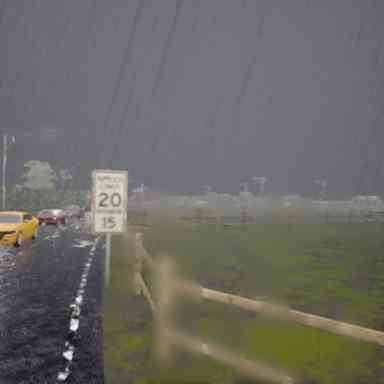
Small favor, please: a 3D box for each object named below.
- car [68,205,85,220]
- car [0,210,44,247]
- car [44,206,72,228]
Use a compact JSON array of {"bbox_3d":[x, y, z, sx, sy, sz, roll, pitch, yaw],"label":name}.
[{"bbox_3d":[-12.829,2.183,36.121,1.837,1.490,4.892,2,-2,-8],"label":"car"},{"bbox_3d":[-9.063,1.720,16.496,1.882,1.535,5.008,2,-2,-13],"label":"car"},{"bbox_3d":[-11.126,2.056,26.232,1.895,1.301,4.718,2,-2,-11],"label":"car"}]
